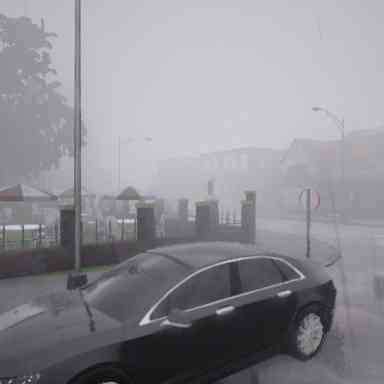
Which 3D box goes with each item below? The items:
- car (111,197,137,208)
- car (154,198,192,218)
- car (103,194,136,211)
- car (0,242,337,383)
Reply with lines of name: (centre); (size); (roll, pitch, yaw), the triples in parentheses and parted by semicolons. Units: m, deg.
car: (-10.012, 1.478, 48.730); (1.882, 1.535, 5.008); (0, 0, -35)
car: (-1.965, 1.352, 30.252); (2.097, 1.767, 4.553); (0, 0, -36)
car: (-9.384, 1.220, 40.657); (2.150, 2.045, 5.566); (0, 0, -35)
car: (-0.079, 1.505, 4.396); (4.892, 1.490, 1.837); (0, 0, -34)
